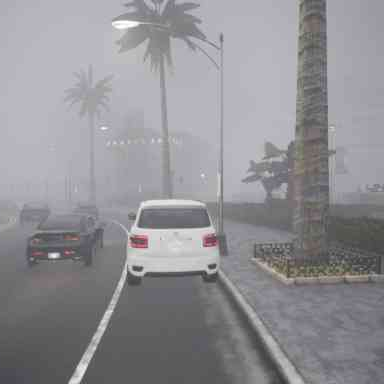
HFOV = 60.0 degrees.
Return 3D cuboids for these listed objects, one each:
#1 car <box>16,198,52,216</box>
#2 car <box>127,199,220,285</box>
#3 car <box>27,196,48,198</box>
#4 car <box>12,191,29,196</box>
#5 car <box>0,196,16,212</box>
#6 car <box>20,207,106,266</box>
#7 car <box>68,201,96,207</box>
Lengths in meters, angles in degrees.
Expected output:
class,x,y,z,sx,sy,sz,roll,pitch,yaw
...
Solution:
class,x,y,z,sx,sy,sz,roll,pitch,yaw
car,-11.207,1.468,23.930,1.882,1.535,5.008,0,0,-24
car,-0.676,1.219,9.688,2.150,2.045,5.566,0,0,-7
car,-18.925,1.548,40.611,4.181,1.385,1.994,0,0,44
car,-37.893,1.221,71.704,4.553,1.767,2.185,0,0,21
car,-21.913,1.545,38.646,4.181,1.385,1.994,0,0,43
car,-4.202,1.502,11.583,1.837,1.490,4.892,0,0,-9
car,-8.882,1.497,27.180,1.837,1.490,4.892,1,0,-26
